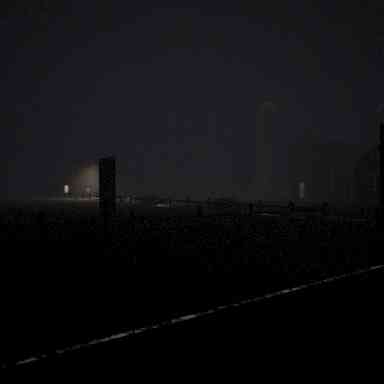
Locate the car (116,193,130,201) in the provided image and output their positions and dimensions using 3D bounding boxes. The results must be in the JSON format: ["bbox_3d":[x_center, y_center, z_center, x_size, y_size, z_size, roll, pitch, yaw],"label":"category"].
[{"bbox_3d":[-13.511,0.907,66.064,1.837,1.490,4.892,-1,1,-36],"label":"car"}]

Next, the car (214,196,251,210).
[{"bbox_3d":[4.384,1.251,36.290,2.128,1.511,4.902,-1,1,-36],"label":"car"}]

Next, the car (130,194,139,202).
[{"bbox_3d":[-8.653,1.085,59.333,1.895,1.301,4.718,-1,1,-36],"label":"car"}]

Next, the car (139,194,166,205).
[{"bbox_3d":[-5.763,1.099,50.429,1.837,1.490,4.892,-1,1,-36],"label":"car"}]

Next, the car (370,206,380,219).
[{"bbox_3d":[15.304,1.385,23.291,5.008,1.535,1.882,0,1,39],"label":"car"}]
